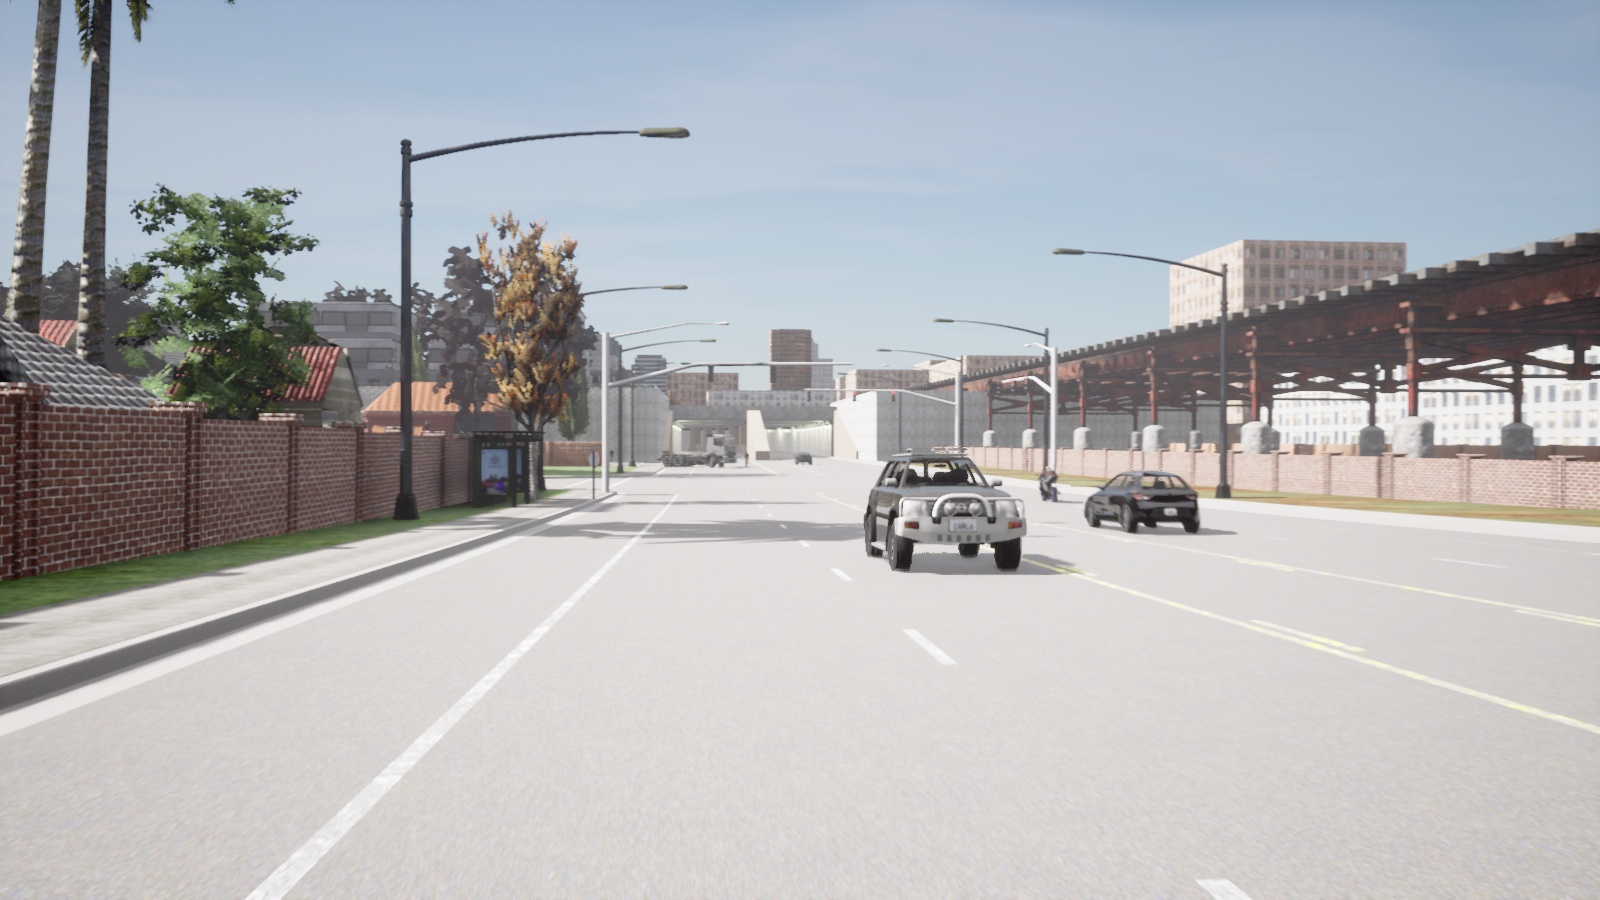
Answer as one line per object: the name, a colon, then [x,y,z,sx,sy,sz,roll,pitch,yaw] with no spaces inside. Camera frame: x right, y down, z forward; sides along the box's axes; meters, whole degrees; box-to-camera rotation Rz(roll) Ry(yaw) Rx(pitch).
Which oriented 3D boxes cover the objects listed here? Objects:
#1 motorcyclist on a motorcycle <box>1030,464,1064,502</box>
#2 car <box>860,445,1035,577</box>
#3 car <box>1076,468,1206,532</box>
motorcyclist on a motorcycle: [10.365,1.384,52.817,0.866,1.530,2.191,0,0,-4]
car: [2.204,0.891,20.112,1.932,1.855,4.605,0,-1,-4]
car: [8.406,1.192,31.370,1.816,1.474,4.193,0,-1,-4]
